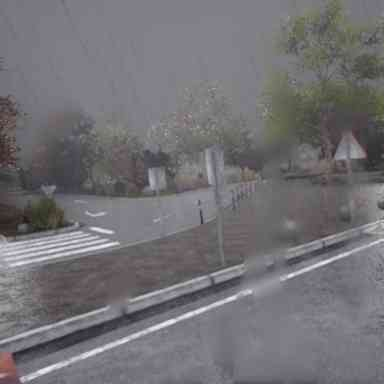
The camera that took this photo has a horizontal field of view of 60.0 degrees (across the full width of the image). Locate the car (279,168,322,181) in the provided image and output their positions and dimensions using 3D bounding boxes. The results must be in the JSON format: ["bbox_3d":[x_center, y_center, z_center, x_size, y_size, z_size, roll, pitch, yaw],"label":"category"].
[{"bbox_3d":[13.848,-2.329,42.921,5.357,1.411,2.033,-4,5,9],"label":"car"}]
